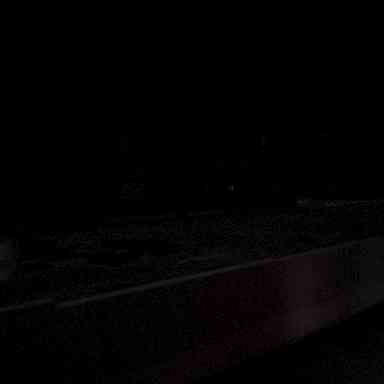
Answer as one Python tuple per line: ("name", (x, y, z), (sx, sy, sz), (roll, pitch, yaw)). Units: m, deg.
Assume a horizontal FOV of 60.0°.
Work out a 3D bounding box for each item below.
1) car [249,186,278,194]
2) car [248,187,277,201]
("car", (10.262, 0.134, 49.370), (2.150, 2.045, 5.566), (-2, 1, -35))
("car", (8.703, 0.495, 45.522), (1.882, 1.535, 5.008), (-2, 1, -35))
